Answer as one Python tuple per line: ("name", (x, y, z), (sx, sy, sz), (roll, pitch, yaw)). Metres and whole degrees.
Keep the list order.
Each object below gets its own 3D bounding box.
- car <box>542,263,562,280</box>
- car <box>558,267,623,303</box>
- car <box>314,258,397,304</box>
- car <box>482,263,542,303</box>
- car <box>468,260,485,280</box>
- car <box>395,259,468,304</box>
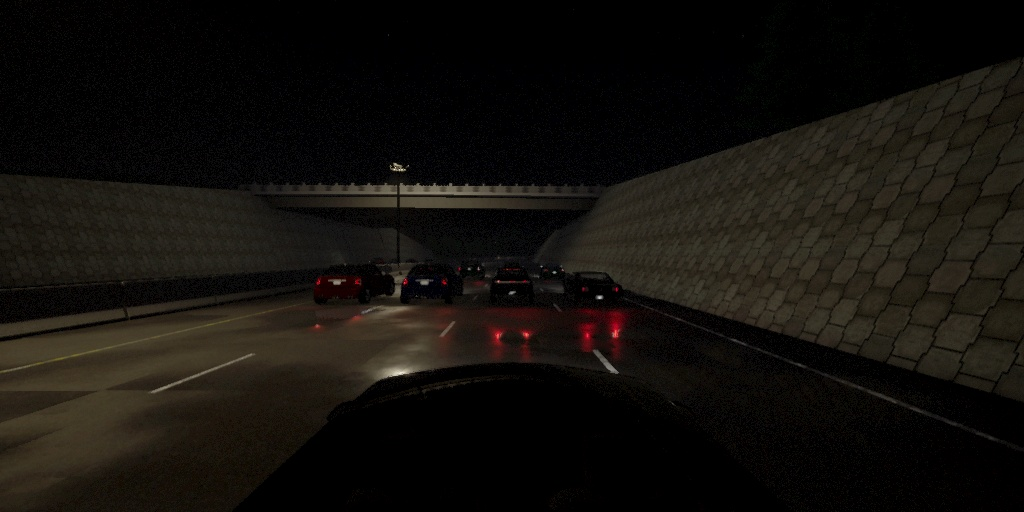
("car", (3.500, 1.320, 31.500), (1.994, 1.385, 4.181), (0, 0, 0))
("car", (3.500, 1.363, 16.530), (1.895, 1.301, 4.718), (0, 0, 0))
("car", (-7.000, 1.113, 16.470), (2.097, 1.767, 4.553), (0, 0, 0))
("car", (0.000, 1.242, 16.500), (2.128, 1.511, 4.902), (0, 0, 0))
("car", (-3.500, 1.113, 31.470), (2.097, 1.767, 4.553), (0, 0, 0))
("car", (-3.500, 1.113, 16.470), (2.097, 1.767, 4.553), (0, 0, 0))
